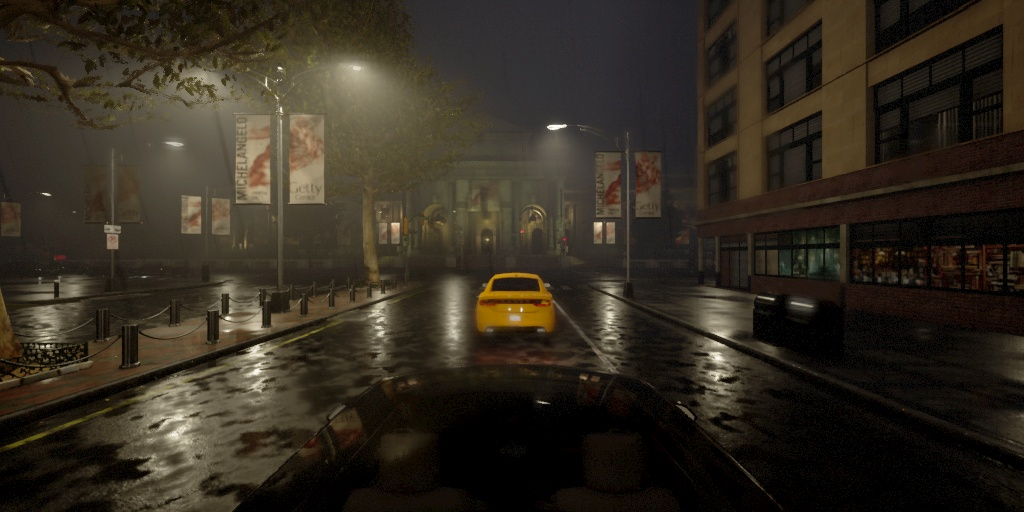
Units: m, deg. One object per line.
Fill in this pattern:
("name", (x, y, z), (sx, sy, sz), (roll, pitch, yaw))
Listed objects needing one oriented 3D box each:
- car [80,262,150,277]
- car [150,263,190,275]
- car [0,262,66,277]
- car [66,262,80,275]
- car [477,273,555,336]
("car", (-38.507, 1.314, 34.841), (4.181, 1.385, 1.994), (0, 0, 0))
("car", (-37.398, 1.351, 38.338), (4.718, 1.301, 1.895), (0, 0, 1))
("car", (-47.076, 1.276, 34.880), (4.674, 1.442, 1.812), (0, 0, 0))
("car", (-47.003, 1.297, 38.394), (5.357, 1.411, 2.033), (0, 0, 0))
("car", (0.120, 1.228, 10.391), (1.882, 1.535, 5.008), (0, 0, 1))
